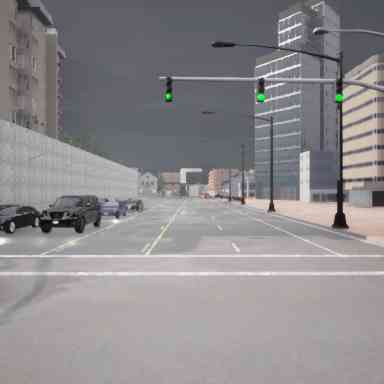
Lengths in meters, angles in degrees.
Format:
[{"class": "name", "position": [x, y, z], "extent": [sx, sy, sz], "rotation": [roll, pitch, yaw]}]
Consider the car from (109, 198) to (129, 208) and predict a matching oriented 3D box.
[{"class": "car", "position": [-10.522, 1.601, 48.354], "extent": [1.895, 1.301, 4.718], "rotation": [0, 0, 1]}]

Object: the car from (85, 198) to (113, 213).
[{"class": "car", "position": [-10.566, 1.505, 38.294], "extent": [1.837, 1.490, 4.892], "rotation": [0, 0, 0]}]

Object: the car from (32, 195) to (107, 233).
[{"class": "car", "position": [-7.080, 1.221, 20.037], "extent": [2.150, 2.045, 5.566], "rotation": [0, 0, 0]}]

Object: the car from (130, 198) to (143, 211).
[{"class": "car", "position": [-7.062, 1.492, 40.020], "extent": [2.128, 1.511, 4.902], "rotation": [0, 0, 0]}]

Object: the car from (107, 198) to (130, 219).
[{"class": "car", "position": [-7.076, 1.526, 29.677], "extent": [1.812, 1.442, 4.674], "rotation": [0, 0, 0]}]

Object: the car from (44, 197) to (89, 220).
[{"class": "car", "position": [-10.578, 1.352, 28.477], "extent": [2.097, 1.767, 4.553], "rotation": [0, 0, 0]}]

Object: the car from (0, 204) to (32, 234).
[{"class": "car", "position": [-10.584, 1.505, 19.409], "extent": [1.837, 1.490, 4.892], "rotation": [0, 0, 0]}]
